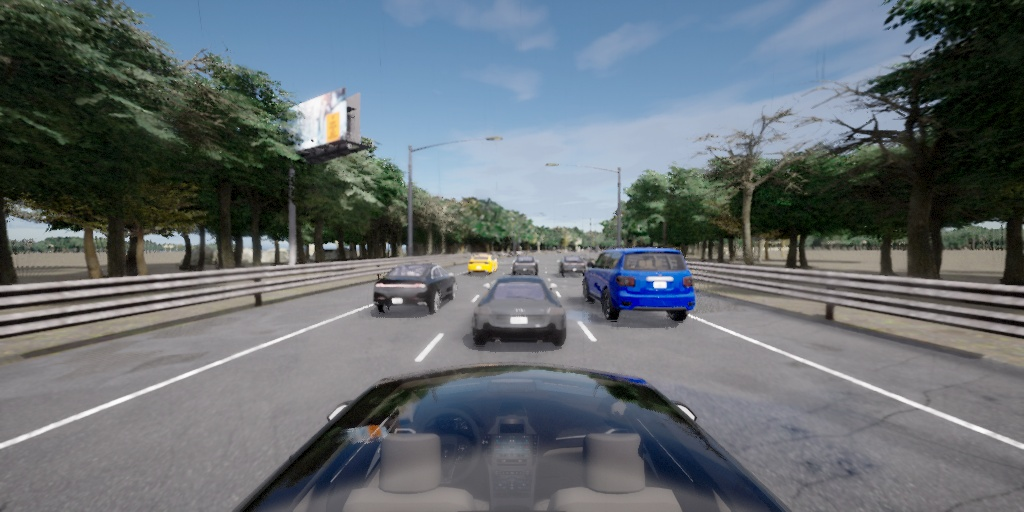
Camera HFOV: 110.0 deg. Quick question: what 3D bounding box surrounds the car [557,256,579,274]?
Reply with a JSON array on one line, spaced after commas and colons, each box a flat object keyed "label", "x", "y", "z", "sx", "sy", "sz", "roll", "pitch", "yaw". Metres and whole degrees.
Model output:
[{"label": "car", "x": 4.563, "y": 0.719, "z": 27.527, "sx": 2.128, "sy": 1.511, "sz": 4.902, "roll": 0, "pitch": 1, "yaw": 4}]

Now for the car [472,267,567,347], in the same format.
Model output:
[{"label": "car", "x": 0.196, "y": 1.166, "z": 8.922, "sx": 1.994, "sy": 1.385, "sz": 4.181, "roll": 0, "pitch": 1, "yaw": 2}]

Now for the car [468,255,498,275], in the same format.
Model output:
[{"label": "car", "x": -2.319, "y": 0.661, "z": 29.383, "sx": 1.882, "sy": 1.535, "sz": 5.008, "roll": 0, "pitch": 1, "yaw": 4}]

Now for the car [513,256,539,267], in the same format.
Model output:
[{"label": "car", "x": 1.064, "y": 0.713, "z": 27.660, "sx": 2.128, "sy": 1.511, "sz": 4.902, "roll": 0, "pitch": 1, "yaw": 4}]

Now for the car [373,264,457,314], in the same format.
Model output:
[{"label": "car", "x": -3.191, "y": 1.015, "z": 12.632, "sx": 2.128, "sy": 1.511, "sz": 4.902, "roll": 0, "pitch": 1, "yaw": 2}]

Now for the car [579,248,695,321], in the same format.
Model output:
[{"label": "car", "x": 3.773, "y": 0.770, "z": 11.608, "sx": 2.150, "sy": 2.045, "sz": 5.566, "roll": 0, "pitch": 1, "yaw": 2}]
